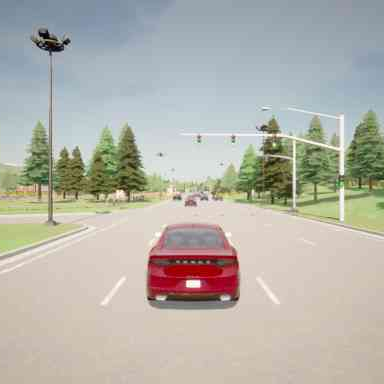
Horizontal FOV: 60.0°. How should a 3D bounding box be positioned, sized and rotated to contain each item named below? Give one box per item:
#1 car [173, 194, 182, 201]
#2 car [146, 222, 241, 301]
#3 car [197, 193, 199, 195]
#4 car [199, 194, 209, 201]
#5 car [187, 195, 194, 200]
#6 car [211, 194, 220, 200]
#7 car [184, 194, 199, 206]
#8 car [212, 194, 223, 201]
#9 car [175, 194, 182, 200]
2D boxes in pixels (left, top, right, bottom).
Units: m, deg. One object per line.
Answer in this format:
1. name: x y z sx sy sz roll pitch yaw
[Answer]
1. car: -3.807 1.469 83.579 1.882 1.535 5.008 0 0 0
2. car: 0.032 1.478 8.377 1.882 1.535 5.008 0 0 0
3. car: 3.154 1.357 94.025 2.128 1.511 4.902 0 0 0
4. car: 3.191 1.516 84.022 1.812 1.442 4.674 0 0 0
5. car: -0.346 1.427 94.042 1.895 1.301 4.718 0 0 0
6. car: 6.654 1.372 94.038 2.033 1.411 5.357 0 0 0
7. car: -0.194 1.525 52.979 1.812 1.442 4.674 0 0 0
8. car: 6.693 1.516 83.618 2.128 1.511 4.902 0 0 0
9. car: -3.846 1.310 93.999 1.882 1.535 5.008 0 0 0
